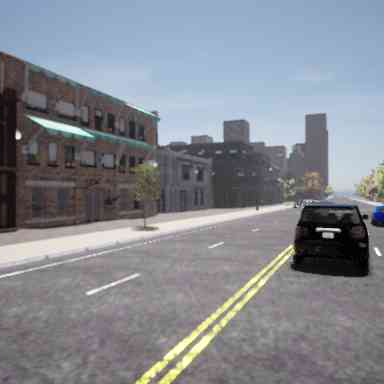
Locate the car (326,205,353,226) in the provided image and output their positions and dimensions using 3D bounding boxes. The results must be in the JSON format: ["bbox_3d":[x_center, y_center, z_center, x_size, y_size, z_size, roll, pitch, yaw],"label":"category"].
[{"bbox_3d":[12.172,1.852,27.336,1.812,1.442,4.674,0,0,25],"label":"car"}]

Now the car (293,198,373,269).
[{"bbox_3d":[5.073,1.367,12.030,2.150,2.045,5.566,0,0,25],"label":"car"}]

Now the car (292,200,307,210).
[{"bbox_3d":[18.212,2.153,56.130,1.837,1.490,4.892,0,-1,25],"label":"car"}]

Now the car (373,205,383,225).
[{"bbox_3d":[15.342,1.804,26.437,1.882,1.535,5.008,0,0,25],"label":"car"}]
